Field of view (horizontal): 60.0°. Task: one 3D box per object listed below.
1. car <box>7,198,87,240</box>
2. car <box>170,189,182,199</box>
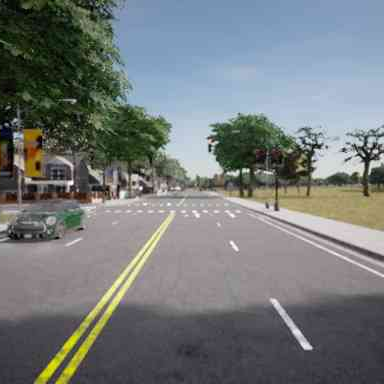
[{"bbox_3d":[-6.589,1.144,15.601,2.097,1.767,4.553,0,1,0],"label":"car"},{"bbox_3d":[-3.267,0.294,69.573,2.150,2.045,5.566,0,1,0],"label":"car"}]
